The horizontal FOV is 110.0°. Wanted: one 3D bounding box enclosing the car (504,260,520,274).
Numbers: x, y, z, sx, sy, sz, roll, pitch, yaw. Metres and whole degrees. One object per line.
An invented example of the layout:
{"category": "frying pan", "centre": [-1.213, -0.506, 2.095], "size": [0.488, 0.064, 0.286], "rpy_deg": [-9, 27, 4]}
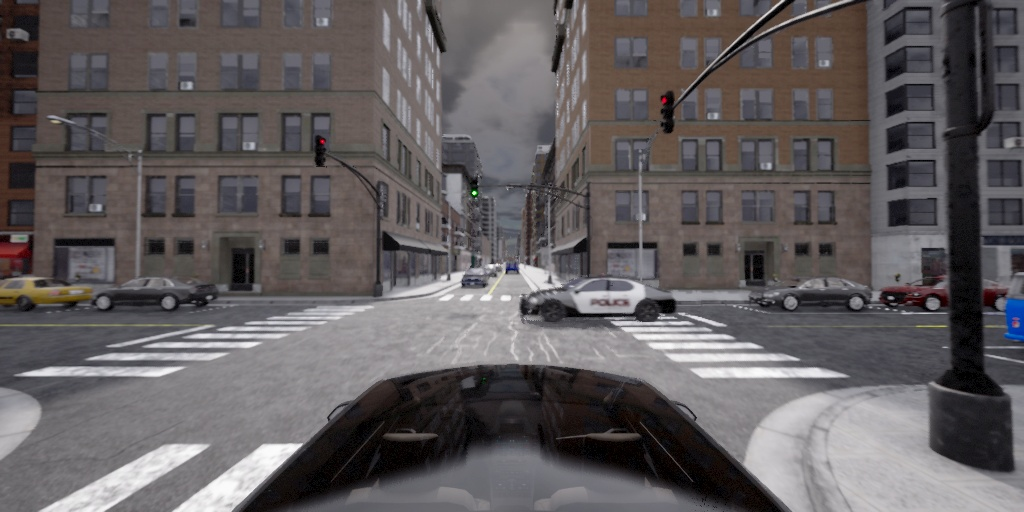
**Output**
{"category": "car", "centre": [0.030, 1.691, 55.575], "size": [2.150, 2.045, 5.566], "rpy_deg": [0, -1, 0]}

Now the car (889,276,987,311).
{"category": "car", "centre": [17.966, 1.502, 14.879], "size": [4.507, 1.381, 1.888], "rpy_deg": [0, 0, 0]}

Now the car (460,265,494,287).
{"category": "car", "centre": [-2.834, 1.653, 28.348], "size": [2.033, 1.411, 5.357], "rpy_deg": [0, -1, 0]}

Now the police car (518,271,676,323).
{"category": "police car", "centre": [2.793, 1.402, 12.282], "size": [4.974, 1.542, 2.038], "rpy_deg": [0, -1, 0]}

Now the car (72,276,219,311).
{"category": "car", "centre": [-14.797, 1.497, 14.944], "size": [4.403, 1.370, 2.007], "rpy_deg": [0, 0, 0]}

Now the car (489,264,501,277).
{"category": "car", "centre": [-2.805, 1.812, 44.634], "size": [2.128, 1.511, 4.902], "rpy_deg": [0, -1, 1]}

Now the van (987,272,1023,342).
{"category": "van", "centre": [12.277, 1.140, 6.867], "size": [3.998, 1.789, 1.690], "rpy_deg": [0, 0, 0]}

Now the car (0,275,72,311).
{"category": "car", "centre": [-20.486, 1.470, 14.956], "size": [4.829, 1.417, 1.751], "rpy_deg": [0, 0, 0]}

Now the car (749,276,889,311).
{"category": "car", "centre": [12.284, 1.506, 14.890], "size": [4.403, 1.370, 2.007], "rpy_deg": [0, 0, 0]}
